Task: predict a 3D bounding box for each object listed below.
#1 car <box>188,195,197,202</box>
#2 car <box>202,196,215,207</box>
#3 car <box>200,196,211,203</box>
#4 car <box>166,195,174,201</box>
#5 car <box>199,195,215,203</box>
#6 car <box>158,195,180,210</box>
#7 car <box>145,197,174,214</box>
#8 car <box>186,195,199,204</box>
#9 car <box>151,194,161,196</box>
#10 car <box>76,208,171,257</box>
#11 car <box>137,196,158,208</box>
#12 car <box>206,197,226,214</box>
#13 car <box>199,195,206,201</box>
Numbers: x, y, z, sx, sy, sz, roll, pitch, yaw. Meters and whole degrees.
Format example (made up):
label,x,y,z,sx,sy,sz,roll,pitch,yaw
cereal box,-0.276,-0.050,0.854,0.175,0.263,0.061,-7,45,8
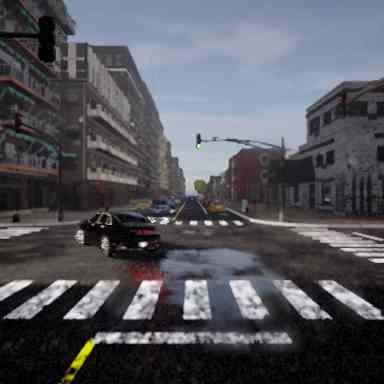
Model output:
label,x,y,z,sx,sy,sz,roll,pitch,yaw
car,0.036,1.378,72.264,1.882,1.535,5.008,0,0,0
car,2.716,1.575,46.532,1.802,1.307,4.206,0,0,0
car,2.726,1.558,68.689,2.008,1.369,4.403,0,0,0
car,-5.646,1.466,85.310,1.967,1.590,4.097,0,0,0
car,2.719,1.310,52.071,2.192,1.841,5.009,0,0,0
car,-3.065,1.539,44.050,2.033,1.411,5.357,0,0,0
car,-3.080,1.516,32.215,1.812,1.442,4.674,0,0,0
car,0.031,1.354,62.227,2.097,1.767,4.553,0,0,0
car,-5.661,1.310,52.075,2.192,1.841,5.009,0,0,0
car,-3.005,1.480,13.004,1.837,1.490,4.892,3,-1,-35
car,-5.668,1.517,40.826,1.752,1.417,4.829,0,0,0
car,2.711,1.516,35.624,1.752,1.417,4.829,0,0,0
car,2.737,1.560,91.016,1.752,1.417,4.829,0,0,0
